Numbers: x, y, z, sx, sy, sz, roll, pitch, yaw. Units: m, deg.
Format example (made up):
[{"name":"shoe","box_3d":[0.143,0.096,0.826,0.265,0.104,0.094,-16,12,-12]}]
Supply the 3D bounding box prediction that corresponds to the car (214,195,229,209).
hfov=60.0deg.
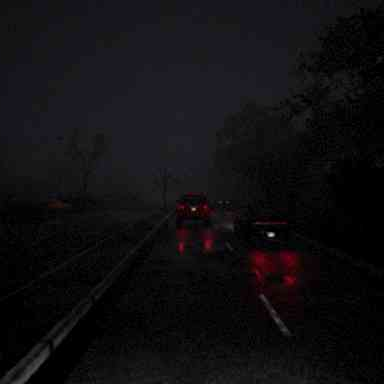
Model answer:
[{"name":"car","box_3d":[3.106,1.156,38.230,2.097,1.767,4.553,0,0,0]}]

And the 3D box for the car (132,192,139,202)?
[{"name":"car","box_3d":[-13.784,1.031,64.434,5.566,2.045,2.435,-1,0,-20]}]

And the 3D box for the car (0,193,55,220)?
[{"name":"car","box_3d":[-13.789,1.110,25.440,5.566,2.045,2.435,-1,0,-20]}]

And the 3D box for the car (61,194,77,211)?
[{"name":"car","box_3d":[-13.979,1.326,31.360,5.366,1.575,1.946,-1,1,-20]}]

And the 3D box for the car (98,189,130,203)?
[{"name":"car","box_3d":[-13.814,1.027,55.421,5.566,2.045,2.435,-1,0,-20]}]

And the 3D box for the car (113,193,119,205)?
[{"name":"car","box_3d":[-13.798,1.279,49.433,4.892,1.521,2.231,-1,0,-20]}]

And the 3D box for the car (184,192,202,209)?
[{"name":"car","box_3d":[0.107,1.013,42.986,2.150,2.045,5.566,0,0,0]}]

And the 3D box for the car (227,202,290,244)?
[{"name":"car","box_3d":[3.103,1.433,15.427,2.128,1.511,4.902,0,0,0]}]

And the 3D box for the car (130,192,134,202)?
[{"name":"car","box_3d":[-13.764,1.321,61.438,4.674,1.452,2.002,-1,0,-20]}]

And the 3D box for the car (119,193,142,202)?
[{"name":"car","box_3d":[-13.621,1.162,73.485,4.553,1.767,2.185,-1,0,-19]}]

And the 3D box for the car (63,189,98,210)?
[{"name":"car","box_3d":[-13.828,1.048,37.410,5.566,2.045,2.435,-1,1,-20]}]

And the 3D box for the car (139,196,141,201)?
[{"name":"car","box_3d":[-13.711,1.032,67.471,5.566,2.045,2.435,-1,0,-20]}]

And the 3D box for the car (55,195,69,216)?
[{"name":"car","box_3d":[-13.633,1.336,28.493,5.366,1.575,1.946,-1,0,-20]}]

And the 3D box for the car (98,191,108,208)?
[{"name":"car","box_3d":[-13.766,1.157,43.437,4.553,1.767,2.185,-1,0,-20]}]

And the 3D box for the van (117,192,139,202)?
[{"name":"van","box_3d":[-13.596,1.059,70.507,4.442,1.987,1.878,-1,0,-19]}]

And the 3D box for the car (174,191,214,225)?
[{"name":"car","box_3d":[0.103,1.109,23.045,2.150,2.045,5.566,0,1,0]}]

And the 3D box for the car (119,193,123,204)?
[{"name":"car","box_3d":[-13.814,1.306,52.417,4.792,1.488,2.163,-1,0,-20]}]

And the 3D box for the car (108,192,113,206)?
[{"name":"car","box_3d":[-13.827,1.154,46.423,4.553,1.767,2.185,-1,0,-20]}]

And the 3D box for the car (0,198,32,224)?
[{"name":"car","box_3d":[-13.786,1.411,22.439,4.792,1.488,2.163,-1,0,-20]}]
